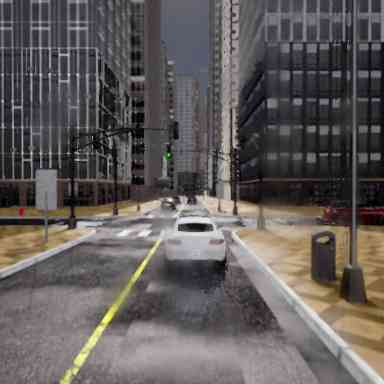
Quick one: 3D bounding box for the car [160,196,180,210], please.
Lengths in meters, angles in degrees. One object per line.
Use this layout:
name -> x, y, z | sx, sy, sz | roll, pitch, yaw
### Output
car -> -3.070, 1.513, 43.993 | 2.128, 1.511, 4.902 | 0, 0, 0

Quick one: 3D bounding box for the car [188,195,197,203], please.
car -> 0.027, 1.555, 68.252 | 1.837, 1.490, 4.892 | 0, 0, 0

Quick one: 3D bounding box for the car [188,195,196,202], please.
car -> 0.032, 1.534, 78.669 | 1.882, 1.535, 5.008 | 0, 0, 0

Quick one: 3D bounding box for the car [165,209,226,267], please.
car -> 0.104, 1.526, 11.286 | 1.812, 1.442, 4.674 | 0, 0, 0

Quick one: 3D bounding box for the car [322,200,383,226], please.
car -> 11.407, 1.353, 22.672 | 4.553, 1.767, 2.097 | 0, 1, 3
